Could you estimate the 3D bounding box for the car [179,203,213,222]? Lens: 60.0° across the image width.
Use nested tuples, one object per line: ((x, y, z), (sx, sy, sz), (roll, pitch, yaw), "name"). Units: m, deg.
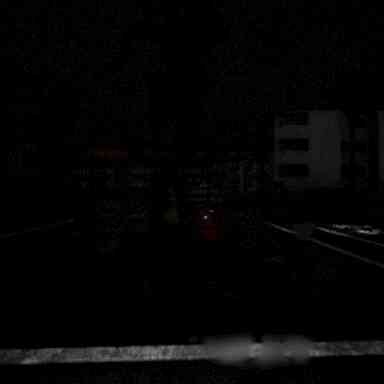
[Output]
((0.305, 1.718, 29.517), (1.837, 1.490, 4.892), (-4, 4, -20), "car")
